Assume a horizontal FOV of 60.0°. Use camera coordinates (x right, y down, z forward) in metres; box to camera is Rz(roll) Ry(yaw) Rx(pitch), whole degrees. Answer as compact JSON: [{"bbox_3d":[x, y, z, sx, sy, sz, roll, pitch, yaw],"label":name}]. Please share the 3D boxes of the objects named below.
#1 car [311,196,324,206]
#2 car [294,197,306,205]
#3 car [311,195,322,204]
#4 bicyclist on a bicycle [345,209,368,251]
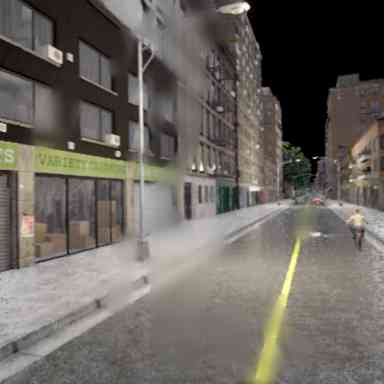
[{"bbox_3d":[21.805,1.680,57.691,1.812,1.442,4.674,-1,-1,20],"label":"car"},{"bbox_3d":[20.610,1.728,63.566,1.837,1.490,4.892,-1,0,20],"label":"car"},{"bbox_3d":[26.295,1.547,70.496,2.097,1.767,4.553,-1,-1,20],"label":"car"},{"bbox_3d":[6.531,1.453,13.126,0.866,1.612,1.509,-1,-1,20],"label":"bicyclist on a bicycle"}]
